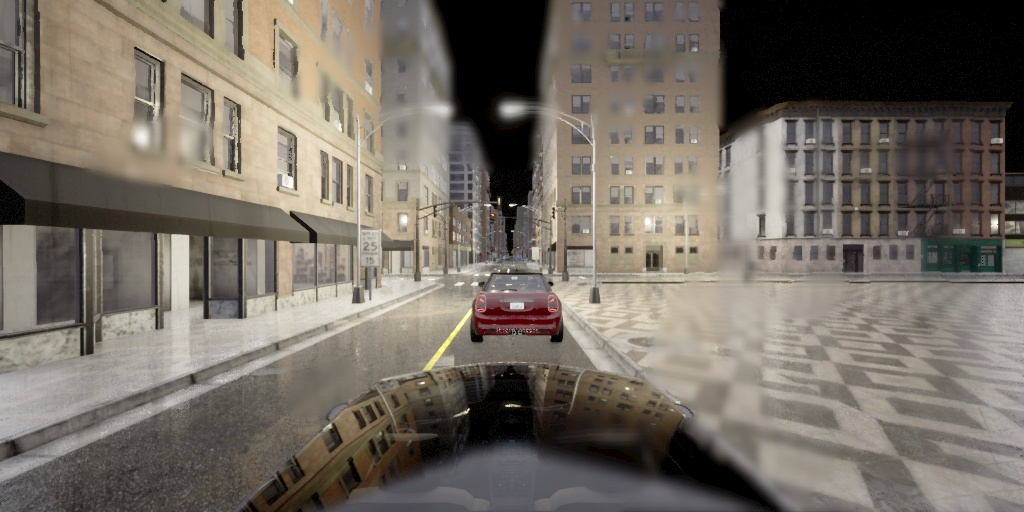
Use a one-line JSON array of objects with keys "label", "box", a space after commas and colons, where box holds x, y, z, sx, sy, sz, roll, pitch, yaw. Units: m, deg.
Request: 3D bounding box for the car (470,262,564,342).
[{"label": "car", "box": [0.112, 1.102, 9.885, 2.097, 1.767, 4.553, 0, 0, 0]}]

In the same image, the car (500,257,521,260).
[{"label": "car", "box": [0.073, 1.101, 19.701, 2.097, 1.767, 4.553, 0, 0, -1]}]
